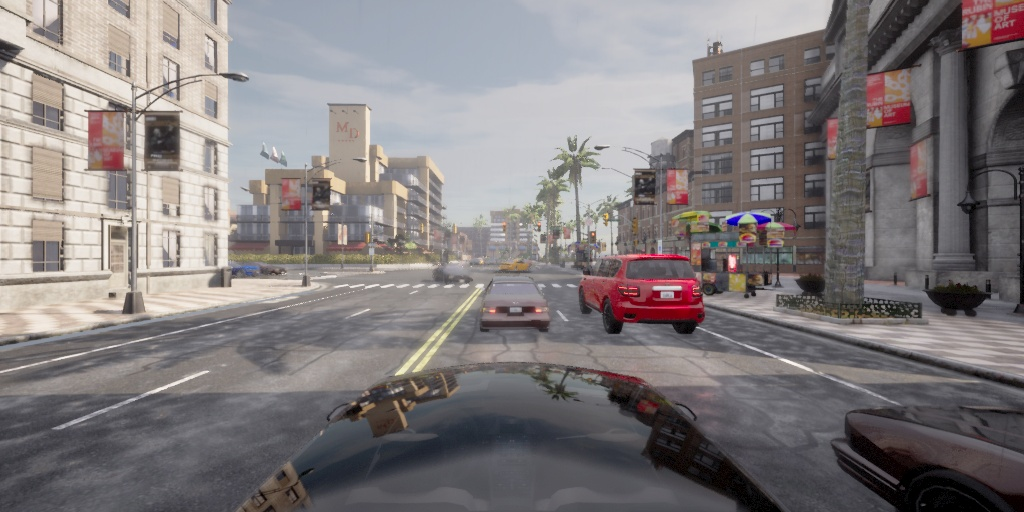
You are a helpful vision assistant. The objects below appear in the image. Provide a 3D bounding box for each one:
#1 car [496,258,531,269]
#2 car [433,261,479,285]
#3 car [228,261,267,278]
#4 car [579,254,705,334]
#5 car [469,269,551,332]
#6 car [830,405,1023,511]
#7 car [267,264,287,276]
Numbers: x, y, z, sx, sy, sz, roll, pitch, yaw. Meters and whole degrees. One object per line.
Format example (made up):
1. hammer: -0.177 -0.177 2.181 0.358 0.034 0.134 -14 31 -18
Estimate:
1. car: 0.465 1.228 45.657 1.882 1.535 5.008 1 0 33
2. car: -4.449 1.297 26.371 2.033 1.411 5.357 0 0 -25
3. car: -25.872 1.228 32.942 5.008 1.535 1.882 0 0 -1
4. car: 3.501 0.971 10.779 2.150 2.045 5.566 0 0 0
5. car: 0.015 1.297 10.834 2.033 1.411 5.357 0 0 -2
6. car: 3.534 1.297 0.438 2.033 1.411 5.357 0 0 1
7. car: -25.981 1.297 36.446 5.357 1.411 2.033 0 0 -1
